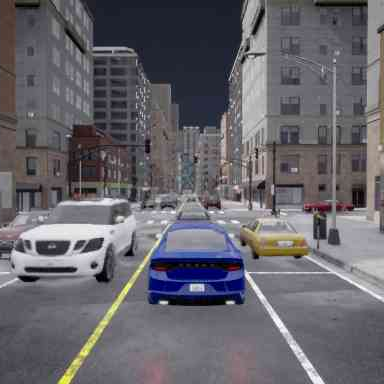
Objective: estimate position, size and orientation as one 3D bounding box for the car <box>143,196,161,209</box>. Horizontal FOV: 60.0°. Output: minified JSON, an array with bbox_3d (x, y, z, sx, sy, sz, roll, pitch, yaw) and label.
[{"bbox_3d":[-5.748,1.601,44.585,1.947,1.339,4.313,-1,0,0],"label":"car"}]

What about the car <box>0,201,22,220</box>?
[{"bbox_3d":[-18.074,1.664,29.494,5.008,1.535,1.882,-1,1,-1],"label":"car"}]

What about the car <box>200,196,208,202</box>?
[{"bbox_3d":[2.733,1.590,78.284,1.752,1.417,4.829,-1,0,0],"label":"car"}]

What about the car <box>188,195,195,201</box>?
[{"bbox_3d":[-0.134,1.537,84.480,1.895,1.301,4.718,0,0,0],"label":"car"}]

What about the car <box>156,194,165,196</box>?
[{"bbox_3d":[-5.765,1.572,55.587,1.752,1.417,4.829,-1,0,0],"label":"car"}]

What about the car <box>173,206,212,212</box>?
[{"bbox_3d":[0.073,1.605,17.498,1.895,1.301,4.718,0,0,0],"label":"car"}]

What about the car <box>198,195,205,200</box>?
[{"bbox_3d":[2.711,1.623,94.871,2.008,1.369,4.403,-1,0,0],"label":"car"}]

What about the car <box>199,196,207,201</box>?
[{"bbox_3d":[2.726,1.633,83.699,1.947,1.339,4.313,-1,0,0],"label":"car"}]

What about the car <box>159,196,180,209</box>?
[{"bbox_3d":[-3.167,1.584,45.331,2.033,1.411,5.357,0,0,0],"label":"car"}]

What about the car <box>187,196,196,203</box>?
[{"bbox_3d":[-0.117,1.579,74.028,2.128,1.511,4.902,0,0,0],"label":"car"}]

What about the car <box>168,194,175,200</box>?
[{"bbox_3d":[-5.828,1.513,94.857,1.967,1.590,4.097,-1,0,0],"label":"car"}]

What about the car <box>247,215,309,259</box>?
[{"bbox_3d":[2.828,1.527,12.400,1.752,1.417,4.829,-1,0,0],"label":"car"}]

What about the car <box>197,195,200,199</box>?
[{"bbox_3d":[2.745,1.372,66.942,2.192,1.841,5.009,-1,0,0],"label":"car"}]

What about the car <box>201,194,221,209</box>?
[{"bbox_3d":[2.775,1.350,44.598,2.192,1.841,5.009,-1,0,0],"label":"car"}]

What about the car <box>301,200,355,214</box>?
[{"bbox_3d":[13.307,1.458,32.857,4.718,1.301,1.895,-1,1,-1],"label":"car"}]

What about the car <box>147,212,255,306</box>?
[{"bbox_3d":[0.084,1.478,8.135,1.882,1.535,5.008,0,0,0],"label":"car"}]

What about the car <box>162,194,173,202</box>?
[{"bbox_3d":[-5.803,1.379,78.101,2.192,1.841,5.009,-1,0,0],"label":"car"}]

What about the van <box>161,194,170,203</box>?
[{"bbox_3d":[-5.794,1.402,72.515,1.690,1.788,3.998,-1,0,0],"label":"van"}]

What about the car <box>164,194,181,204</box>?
[{"bbox_3d":[-3.175,1.552,55.229,1.837,1.490,4.892,0,0,0],"label":"car"}]

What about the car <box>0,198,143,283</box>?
[{"bbox_3d":[-3.075,1.224,10.037,2.150,2.045,5.566,0,0,1],"label":"car"}]

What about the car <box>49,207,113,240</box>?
[{"bbox_3d":[-5.705,1.571,17.712,1.947,1.339,4.313,-1,0,0],"label":"car"}]

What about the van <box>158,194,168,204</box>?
[{"bbox_3d":[-5.785,1.398,66.929,1.690,1.788,3.998,-1,0,0],"label":"van"}]
